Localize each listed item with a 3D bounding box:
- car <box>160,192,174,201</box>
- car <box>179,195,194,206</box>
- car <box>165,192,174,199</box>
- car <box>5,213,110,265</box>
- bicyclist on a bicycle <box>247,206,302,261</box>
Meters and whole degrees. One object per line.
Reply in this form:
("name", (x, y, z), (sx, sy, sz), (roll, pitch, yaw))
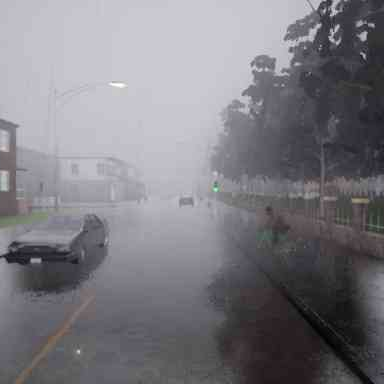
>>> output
("car", (-5.304, 0.778, 68.091), (2.097, 1.767, 4.553), (1, -1, -2))
("car", (-0.785, 1.107, 46.281), (1.882, 1.535, 5.008), (0, 0, -1))
("car", (-5.638, 0.887, 83.611), (2.097, 1.767, 4.553), (0, 0, -1))
("car", (-4.278, 1.456, 11.667), (2.033, 1.411, 5.357), (0, 0, -1))
("bicyclist on a bicycle", (2.446, 1.260, 9.884), (1.656, 1.620, 0.582), (1, -2, -1))
